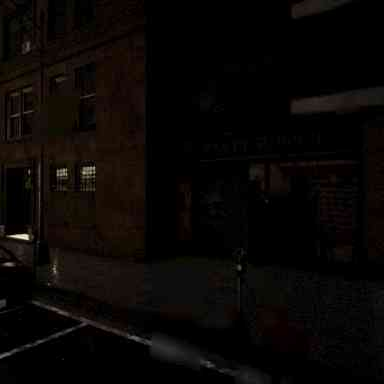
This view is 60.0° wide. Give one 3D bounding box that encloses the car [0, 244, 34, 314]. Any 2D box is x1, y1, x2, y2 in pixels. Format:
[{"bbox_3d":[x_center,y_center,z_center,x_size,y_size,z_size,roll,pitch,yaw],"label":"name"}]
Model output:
[{"bbox_3d":[-4.837,1.550,6.518,4.403,1.369,2.008,0,0,35],"label":"car"}]
